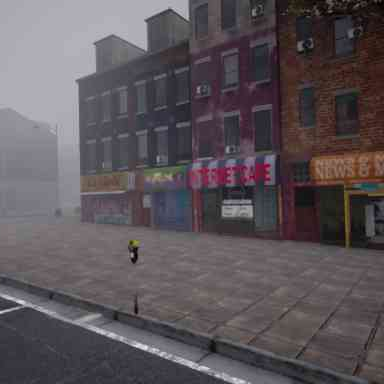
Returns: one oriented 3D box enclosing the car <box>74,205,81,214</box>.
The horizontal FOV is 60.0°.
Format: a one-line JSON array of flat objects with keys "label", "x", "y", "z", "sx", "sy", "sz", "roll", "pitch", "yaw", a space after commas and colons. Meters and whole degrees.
[{"label": "car", "x": -10.762, "y": 1.625, "z": 36.592, "sx": 1.994, "sy": 1.385, "sz": 4.181, "roll": -2, "pitch": -1, "yaw": 36}]
